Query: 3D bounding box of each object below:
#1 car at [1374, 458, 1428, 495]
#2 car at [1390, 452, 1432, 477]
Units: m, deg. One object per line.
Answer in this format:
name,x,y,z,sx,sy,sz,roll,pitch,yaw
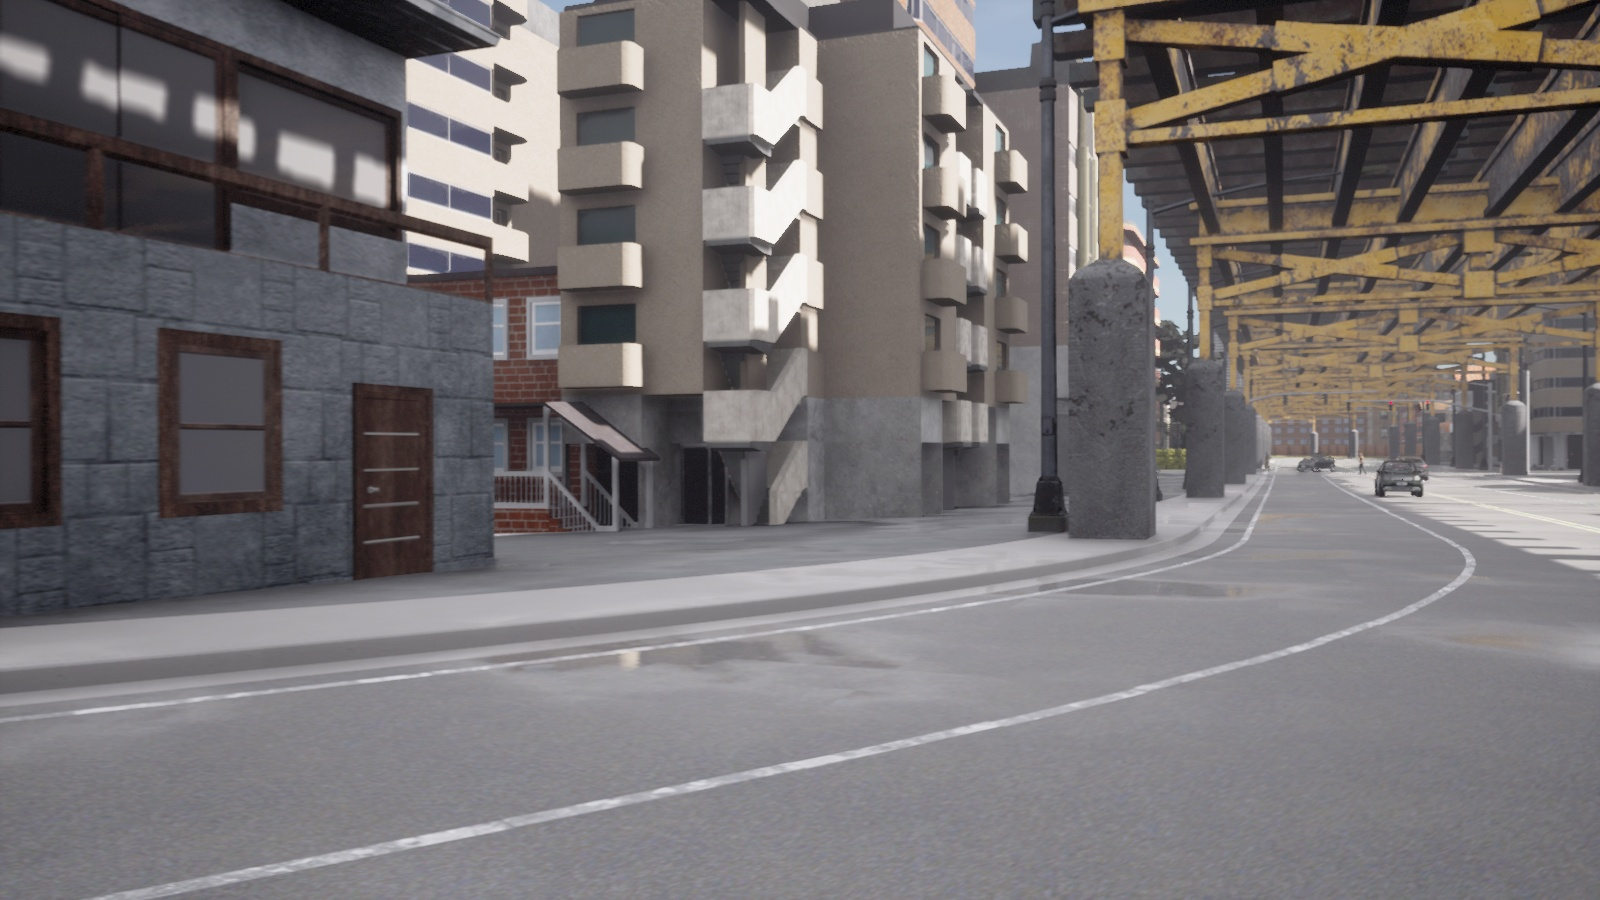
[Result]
car,25.494,1.104,53.367,1.789,1.549,3.705,0,-1,21
car,42.185,0.965,86.828,2.242,1.667,4.611,0,0,21
